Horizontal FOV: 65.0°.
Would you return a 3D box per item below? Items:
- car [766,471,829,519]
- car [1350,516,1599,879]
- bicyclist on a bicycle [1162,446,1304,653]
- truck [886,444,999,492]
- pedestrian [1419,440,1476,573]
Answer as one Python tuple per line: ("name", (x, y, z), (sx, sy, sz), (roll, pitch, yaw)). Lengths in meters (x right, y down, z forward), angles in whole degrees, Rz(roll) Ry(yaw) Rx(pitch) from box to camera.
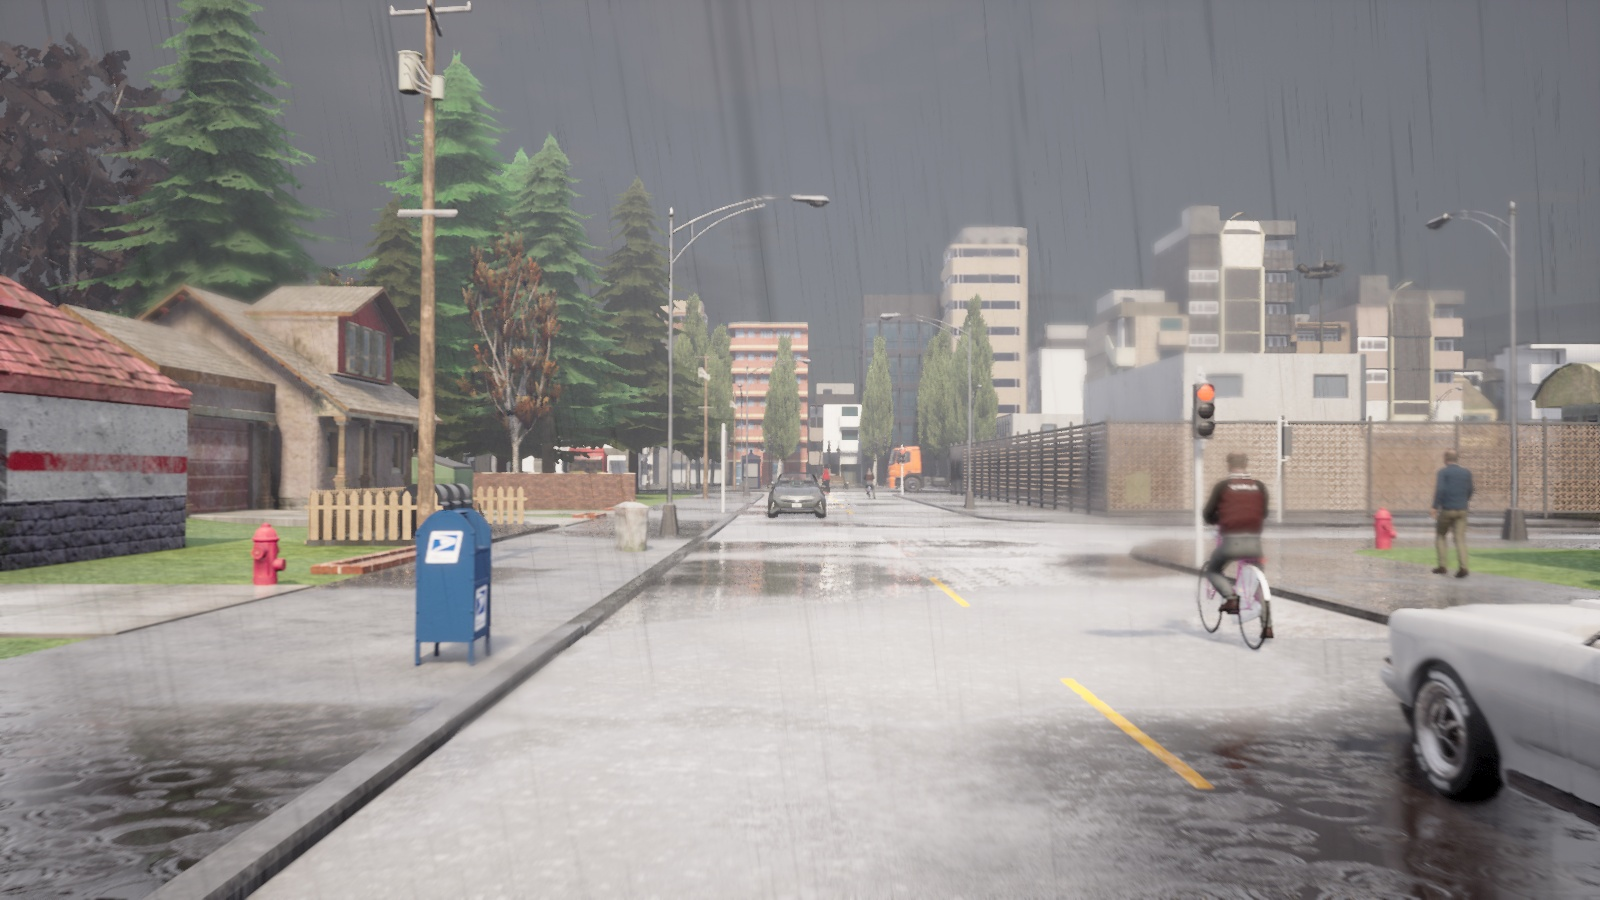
("car", (-0.094, 1.474, 42.565), (2.007, 1.525, 4.514), (0, -1, 0))
("car", (3.991, 0.975, 4.558), (1.895, 1.301, 4.718), (0, -1, 0))
("bicyclist on a bicycle", (3.983, 0.865, 11.698), (0.659, 1.776, 1.843), (0, -1, 0))
("truck", (10.363, 1.331, 92.000), (7.936, 3.462, 2.891), (0, -1, 0))
("pedestrian", (9.167, 0.786, 17.798), (0.402, 1.842, 0.726), (0, -1, 0))
